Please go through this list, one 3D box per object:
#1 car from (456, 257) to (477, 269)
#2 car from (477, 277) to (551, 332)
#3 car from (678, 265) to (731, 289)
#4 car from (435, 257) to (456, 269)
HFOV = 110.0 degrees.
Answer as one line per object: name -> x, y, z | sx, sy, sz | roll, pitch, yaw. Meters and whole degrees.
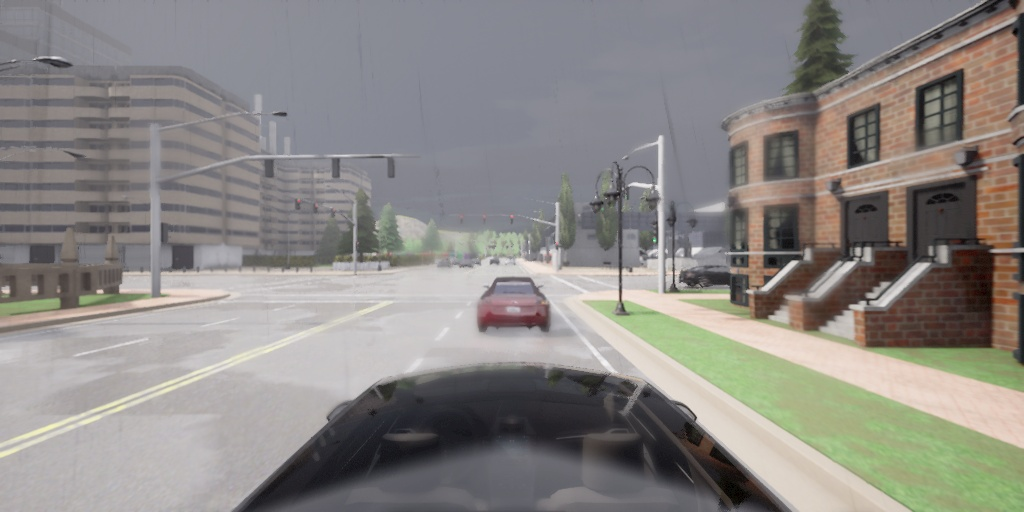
car -> -7.304, 1.253, 57.771 | 1.837, 1.490, 4.892 | 0, 0, 0
car -> 0.046, 1.312, 10.891 | 1.994, 1.385, 4.181 | 0, 0, 0
car -> 12.921, 1.270, 22.443 | 4.674, 1.442, 1.812 | 0, 0, 0
car -> -10.804, 1.313, 57.734 | 1.994, 1.385, 4.181 | 0, 0, 0
